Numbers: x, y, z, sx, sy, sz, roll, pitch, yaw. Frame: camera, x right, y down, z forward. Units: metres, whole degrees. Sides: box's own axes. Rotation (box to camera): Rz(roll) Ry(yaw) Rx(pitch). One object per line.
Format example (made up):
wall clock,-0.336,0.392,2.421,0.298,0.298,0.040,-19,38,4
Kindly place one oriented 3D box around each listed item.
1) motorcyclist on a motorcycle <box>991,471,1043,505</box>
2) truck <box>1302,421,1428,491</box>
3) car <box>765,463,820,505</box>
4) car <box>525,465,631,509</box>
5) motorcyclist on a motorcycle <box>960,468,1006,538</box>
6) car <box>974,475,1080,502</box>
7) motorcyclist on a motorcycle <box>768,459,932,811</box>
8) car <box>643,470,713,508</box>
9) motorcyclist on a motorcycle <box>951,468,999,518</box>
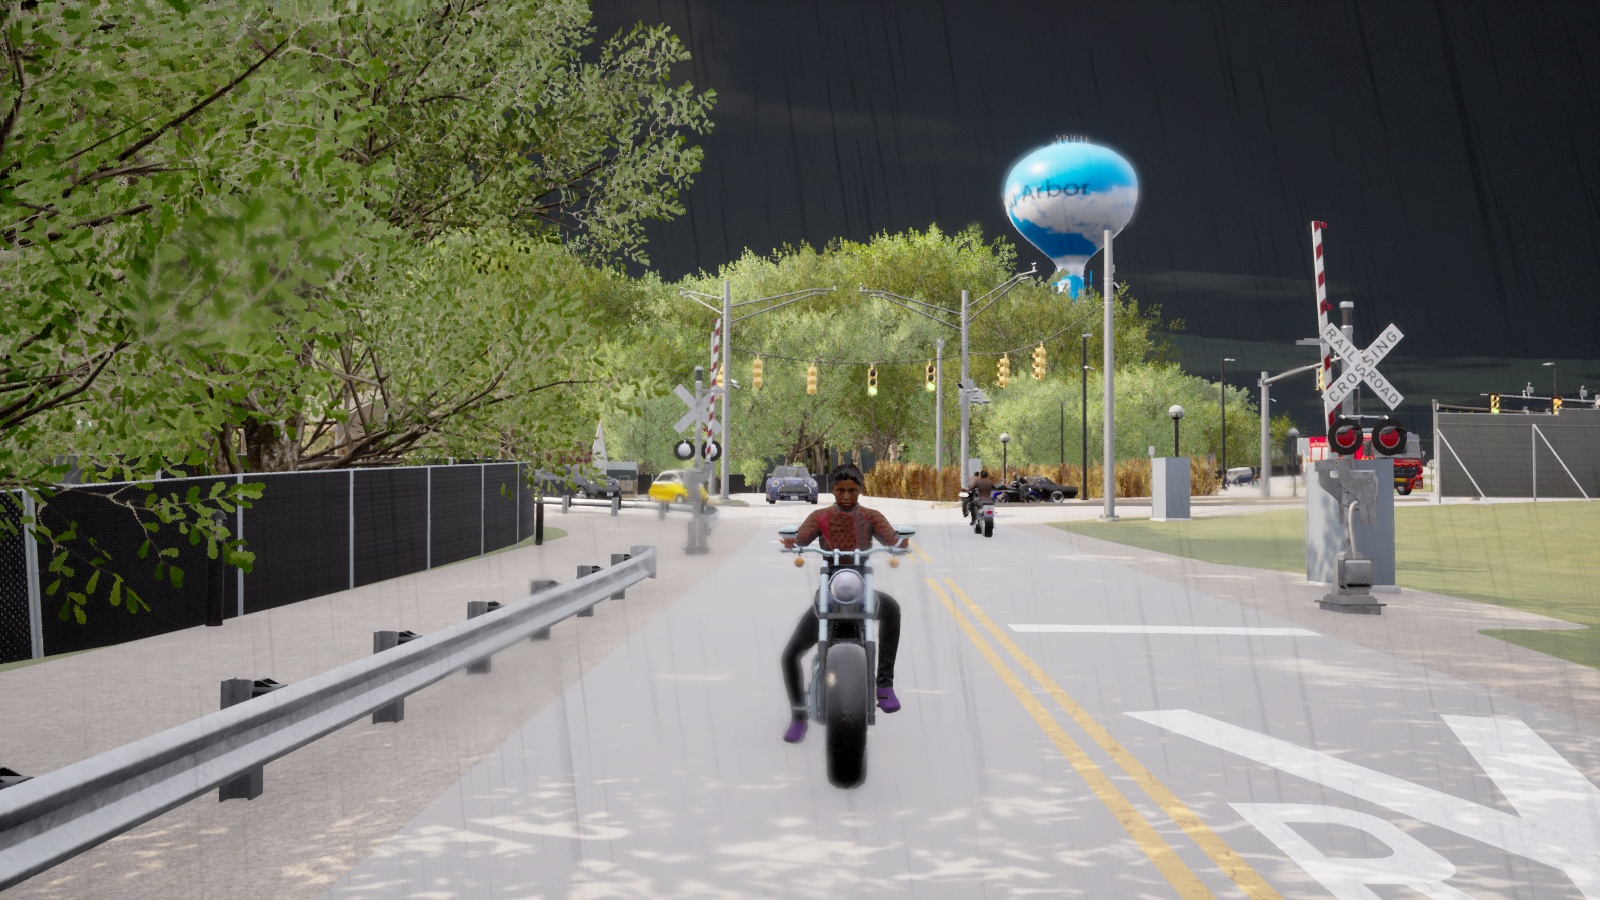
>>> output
motorcyclist on a motorcycle,9.858,1.730,57.018,2.191,1.530,0.866,0,-1,-4
truck,32.606,0.409,72.906,2.891,3.827,8.468,0,-1,-5
car,-0.370,1.471,55.251,2.097,1.767,4.553,0,-1,-4
car,-7.949,1.329,44.832,3.633,1.501,1.845,-1,-3,41
motorcyclist on a motorcycle,4.471,1.264,30.803,0.766,1.649,2.350,1,-1,0
car,10.908,1.855,60.601,4.718,1.301,1.895,0,-1,-4
motorcyclist on a motorcycle,0.270,0.884,7.085,0.766,1.649,2.350,0,-1,2
car,-4.654,1.502,47.848,2.207,1.376,1.481,-2,-3,34
motorcyclist on a motorcycle,5.862,1.419,41.961,0.797,1.523,2.044,2,2,31
